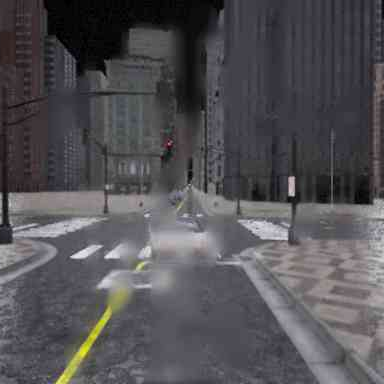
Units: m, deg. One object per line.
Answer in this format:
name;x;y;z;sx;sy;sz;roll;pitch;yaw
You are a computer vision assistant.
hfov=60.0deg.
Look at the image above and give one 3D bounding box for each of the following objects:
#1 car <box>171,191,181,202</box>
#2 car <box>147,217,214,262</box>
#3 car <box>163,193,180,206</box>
car;-3.232;0.828;65.228;2.150;2.045;5.566;0;0;0
car;-0.620;1.524;11.892;1.895;1.301;4.718;0;0;-9
car;-3.252;1.236;48.862;2.033;1.411;5.357;0;0;0
